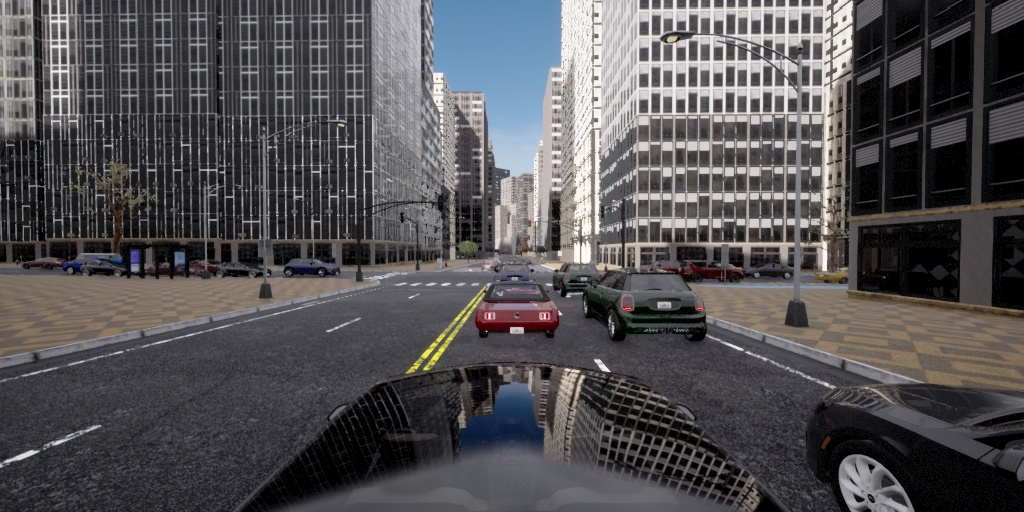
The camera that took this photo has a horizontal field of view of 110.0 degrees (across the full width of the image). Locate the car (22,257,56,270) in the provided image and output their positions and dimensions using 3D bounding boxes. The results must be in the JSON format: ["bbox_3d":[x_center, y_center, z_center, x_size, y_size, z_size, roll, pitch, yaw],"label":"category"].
[{"bbox_3d":[-50.902,0.793,39.335,4.207,1.307,1.802,0,0,1],"label":"car"}]

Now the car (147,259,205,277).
[{"bbox_3d":[-28.365,1.138,30.343,4.207,1.307,1.802,0,0,1],"label":"car"}]

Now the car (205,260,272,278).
[{"bbox_3d":[-22.681,1.174,30.199,4.313,1.339,1.948,0,0,1],"label":"car"}]

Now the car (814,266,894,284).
[{"bbox_3d":[27.691,1.579,29.380,4.829,1.417,1.751,0,0,1],"label":"car"}]

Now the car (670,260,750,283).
[{"bbox_3d":[16.243,1.269,29.599,5.009,1.841,2.192,0,0,1],"label":"car"}]

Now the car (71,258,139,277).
[{"bbox_3d":[-34.045,1.069,30.527,4.313,1.339,1.948,0,0,1],"label":"car"}]

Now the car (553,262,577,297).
[{"bbox_3d":[3.379,1.093,18.945,2.097,1.767,4.553,0,0,0],"label":"car"}]

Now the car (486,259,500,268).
[{"bbox_3d":[-3.217,1.251,60.260,2.033,1.411,5.357,0,0,0],"label":"car"}]

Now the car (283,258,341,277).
[{"bbox_3d":[-18.178,0.957,32.770,4.553,1.767,2.097,1,1,2],"label":"car"}]

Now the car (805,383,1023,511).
[{"bbox_3d":[3.341,1.255,0.953,1.837,1.490,4.892,0,0,0],"label":"car"}]

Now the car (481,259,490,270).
[{"bbox_3d":[-3.241,1.241,50.572,1.812,1.442,4.674,0,0,0],"label":"car"}]

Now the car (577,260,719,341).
[{"bbox_3d":[3.356,1.098,10.008,2.097,1.767,4.553,0,0,0],"label":"car"}]

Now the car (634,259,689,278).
[{"bbox_3d":[14.683,1.198,35.461,4.553,1.767,2.097,1,1,2],"label":"car"}]

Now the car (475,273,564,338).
[{"bbox_3d":[0.112,1.347,10.104,1.895,1.301,4.718,0,0,0],"label":"car"}]

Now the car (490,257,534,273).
[{"bbox_3d":[0.130,1.092,19.097,2.097,1.767,4.553,0,0,0],"label":"car"}]

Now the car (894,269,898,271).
[{"bbox_3d":[33.160,1.685,29.276,4.207,1.307,1.802,0,0,1],"label":"car"}]

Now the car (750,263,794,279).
[{"bbox_3d":[24.960,1.442,35.207,4.892,1.490,1.837,0,1,1],"label":"car"}]

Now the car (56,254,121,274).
[{"bbox_3d":[-38.432,0.898,33.260,5.008,1.535,1.882,1,1,2],"label":"car"}]
